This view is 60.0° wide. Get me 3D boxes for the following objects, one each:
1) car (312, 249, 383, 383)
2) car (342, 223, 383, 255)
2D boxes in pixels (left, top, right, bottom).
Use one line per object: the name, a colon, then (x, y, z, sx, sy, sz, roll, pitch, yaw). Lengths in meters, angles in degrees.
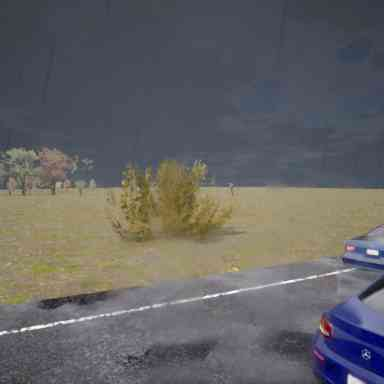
car: (3.492, 1.526, 3.976, 4.674, 1.442, 1.812, 0, 0, -29)
car: (6.582, 1.550, 9.720, 5.357, 1.411, 2.033, 0, 0, -34)
